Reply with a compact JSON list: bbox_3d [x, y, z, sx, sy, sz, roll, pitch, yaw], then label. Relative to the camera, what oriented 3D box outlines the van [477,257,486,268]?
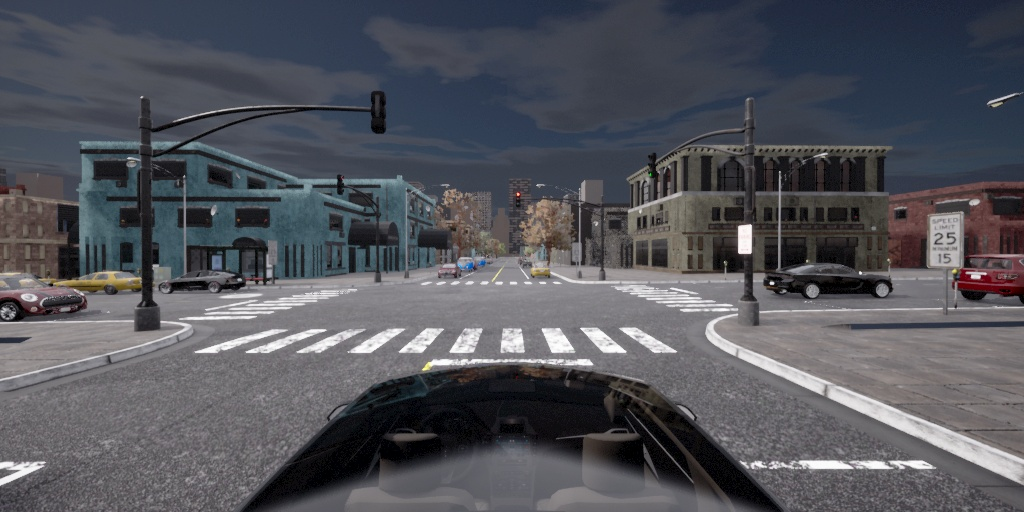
[{"bbox_3d":[-5.799,1.078,61.185,1.690,1.789,3.998,0,0,0],"label":"van"}]

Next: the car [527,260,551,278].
[{"bbox_3d":[2.634,1.269,33.639,1.751,1.417,4.829,0,0,0],"label":"car"}]

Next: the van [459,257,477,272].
[{"bbox_3d":[-5.767,1.082,44.546,1.690,1.789,3.998,0,0,0],"label":"van"}]

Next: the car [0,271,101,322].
[{"bbox_3d":[-18.090,1.423,12.897,4.097,1.591,1.967,0,0,-1],"label":"car"}]

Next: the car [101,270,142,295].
[{"bbox_3d":[-24.048,1.501,21.128,4.829,1.417,1.751,0,0,-1],"label":"car"}]

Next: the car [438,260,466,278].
[{"bbox_3d":[-5.746,1.326,33.454,1.802,1.307,4.207,0,0,0],"label":"car"}]

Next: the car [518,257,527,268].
[{"bbox_3d":[2.582,1.288,61.201,2.007,1.370,4.403,0,0,0],"label":"car"}]

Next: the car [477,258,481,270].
[{"bbox_3d":[-5.778,1.285,50.093,1.888,1.381,4.507,0,0,0],"label":"car"}]

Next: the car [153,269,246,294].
[{"bbox_3d":[-18.225,1.474,21.244,4.313,1.339,1.948,0,0,-1],"label":"car"}]

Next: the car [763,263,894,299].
[{"bbox_3d":[14.179,1.050,16.187,5.008,1.535,1.882,-1,1,-1],"label":"car"}]

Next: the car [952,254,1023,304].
[{"bbox_3d":[19.926,0.842,13.616,5.009,1.841,2.192,0,0,-1],"label":"car"}]
